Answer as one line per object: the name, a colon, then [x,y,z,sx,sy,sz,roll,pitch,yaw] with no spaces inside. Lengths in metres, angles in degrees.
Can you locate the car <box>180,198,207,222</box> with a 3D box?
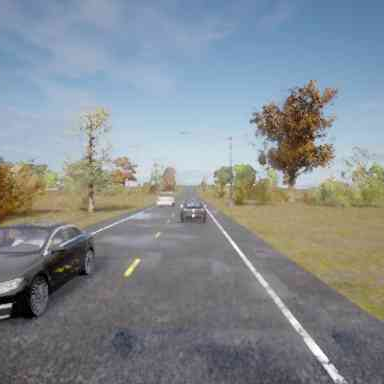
car: [0.104,1.402,24.958,2.128,1.511,4.902,0,0,0]

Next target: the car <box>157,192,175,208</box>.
car: [-3.578,1.050,46.292,2.150,2.045,5.566,0,0,0]

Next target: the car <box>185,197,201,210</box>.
car: [0.106,1.409,42.082,1.994,1.385,4.181,0,0,0]

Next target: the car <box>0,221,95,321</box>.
car: [-3.599,1.466,7.392,2.128,1.511,4.902,0,0,0]
